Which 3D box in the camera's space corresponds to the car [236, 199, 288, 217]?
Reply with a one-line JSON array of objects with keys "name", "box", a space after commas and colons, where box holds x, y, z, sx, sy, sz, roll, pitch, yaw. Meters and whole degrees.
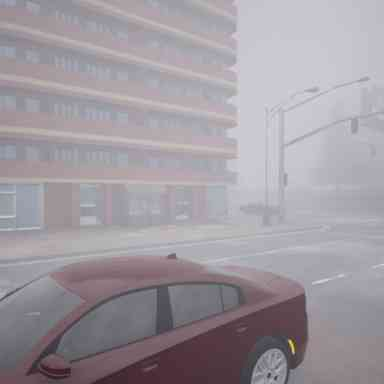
[{"name": "car", "box": [6.844, 1.601, 32.043, 1.895, 1.301, 4.718, 0, 0, -36]}]

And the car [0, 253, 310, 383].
[{"name": "car", "box": [-0.905, 1.478, 3.346, 5.008, 1.535, 1.882, 0, 0, -36]}]

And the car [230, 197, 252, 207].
[{"name": "car", "box": [7.686, 1.525, 49.048, 1.812, 1.442, 4.674, 0, 0, -36]}]
